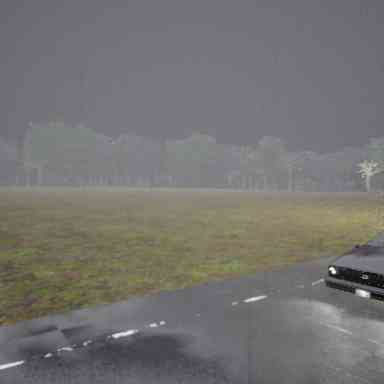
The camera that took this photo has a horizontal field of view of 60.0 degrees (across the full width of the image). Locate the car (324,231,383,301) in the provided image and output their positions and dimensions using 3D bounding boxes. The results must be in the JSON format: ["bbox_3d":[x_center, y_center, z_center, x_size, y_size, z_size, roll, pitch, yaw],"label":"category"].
[{"bbox_3d":[5.403,1.514,7.843,5.357,1.411,2.033,-1,0,-35],"label":"car"}]
